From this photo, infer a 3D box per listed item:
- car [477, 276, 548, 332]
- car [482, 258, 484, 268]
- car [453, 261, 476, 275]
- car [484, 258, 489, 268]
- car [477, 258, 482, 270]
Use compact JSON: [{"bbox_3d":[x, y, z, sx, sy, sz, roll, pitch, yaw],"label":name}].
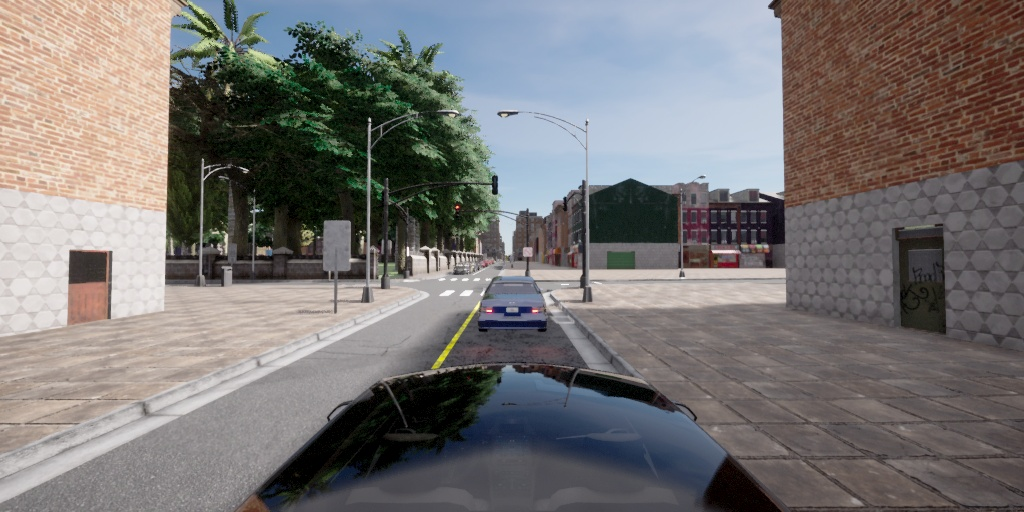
[{"bbox_3d":[0.027,1.302,10.850,2.033,1.411,5.357,0,0,0],"label":"car"},{"bbox_3d":[-5.562,1.375,52.581,1.948,1.339,4.313,0,0,0],"label":"car"},{"bbox_3d":[-5.497,1.336,39.996,2.007,1.370,4.403,0,0,0],"label":"car"},{"bbox_3d":[-5.641,1.422,63.481,1.802,1.307,4.207,0,0,0],"label":"car"},{"bbox_3d":[-5.522,1.348,47.131,2.007,1.370,4.403,0,0,0],"label":"car"}]
